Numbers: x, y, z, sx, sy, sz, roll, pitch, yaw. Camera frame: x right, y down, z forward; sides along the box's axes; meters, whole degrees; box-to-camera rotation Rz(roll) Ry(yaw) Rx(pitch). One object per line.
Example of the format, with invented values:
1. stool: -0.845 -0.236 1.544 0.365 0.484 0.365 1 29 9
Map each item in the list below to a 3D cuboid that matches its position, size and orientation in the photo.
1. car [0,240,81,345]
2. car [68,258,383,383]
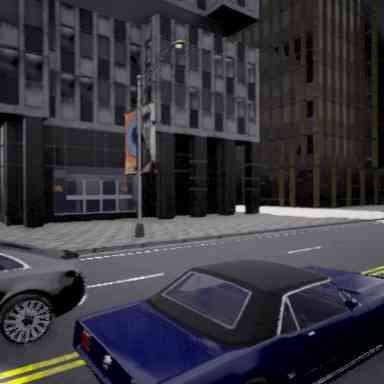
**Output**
1. car: -4.054 1.495 4.786 4.902 1.511 2.128 0 0 -36
2. car: 1.101 1.582 4.348 4.718 1.301 1.895 0 0 -35
